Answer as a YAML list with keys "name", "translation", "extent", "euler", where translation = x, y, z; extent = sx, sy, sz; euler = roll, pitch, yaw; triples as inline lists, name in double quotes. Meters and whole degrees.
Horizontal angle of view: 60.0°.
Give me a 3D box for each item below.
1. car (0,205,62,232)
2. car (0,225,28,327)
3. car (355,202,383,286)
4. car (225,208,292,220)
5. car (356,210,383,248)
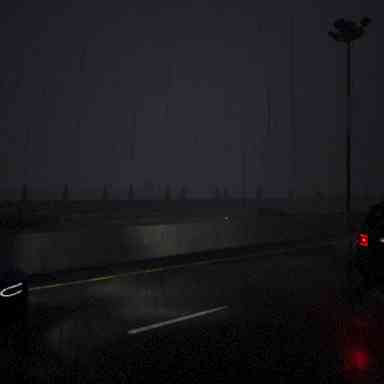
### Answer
- name: "car"
  translation: [-9.865, 1.490, 18.452]
  extent: [4.902, 1.511, 2.128]
  euler: [0, 0, -35]
- name: "car"
  translation: [-4.980, 1.477, 4.490]
  extent: [5.008, 1.535, 1.882]
  euler: [0, 0, -36]
- name: "car"
  translation: [6.278, 1.227, 8.228]
  extent: [5.566, 2.045, 2.150]
  euler: [0, 0, -36]
- name: "car"
  translation: [4.136, 1.610, 19.843]
  extent: [4.718, 1.301, 1.895]
  euler: [0, 0, -35]
- name: "car"
  translation: [9.829, 1.560, 15.064]
  extent: [5.357, 1.411, 2.033]
  euler: [0, 0, -36]
